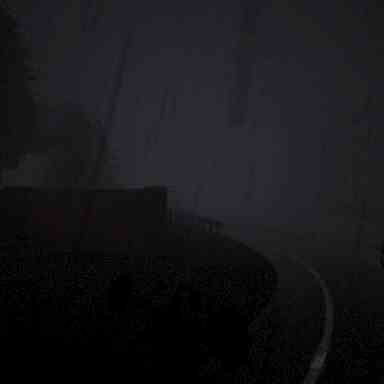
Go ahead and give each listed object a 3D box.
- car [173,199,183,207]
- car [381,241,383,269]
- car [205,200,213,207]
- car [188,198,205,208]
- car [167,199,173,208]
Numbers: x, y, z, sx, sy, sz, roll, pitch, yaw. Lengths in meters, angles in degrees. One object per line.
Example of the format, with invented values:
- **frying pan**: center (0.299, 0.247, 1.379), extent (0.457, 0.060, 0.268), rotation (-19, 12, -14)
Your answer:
- **car**: center (-3.400, 2.762, 76.693), extent (1.837, 1.490, 4.892), rotation (0, -1, -12)
- **car**: center (6.290, 1.509, 8.450), extent (2.097, 1.767, 4.553), rotation (0, -1, 22)
- **car**: center (3.406, 2.661, 78.353), extent (2.097, 1.767, 4.553), rotation (0, -1, -12)
- **car**: center (0.570, 2.465, 74.794), extent (2.150, 2.045, 5.566), rotation (0, -1, -12)
- **car**: center (-5.966, 2.675, 71.831), extent (1.837, 1.490, 4.892), rotation (0, -1, -12)
